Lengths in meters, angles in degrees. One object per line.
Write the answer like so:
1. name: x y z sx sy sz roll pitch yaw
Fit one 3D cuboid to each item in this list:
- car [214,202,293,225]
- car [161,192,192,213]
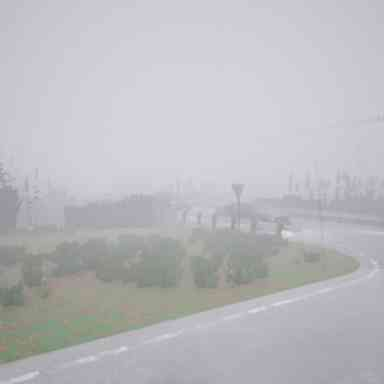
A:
1. car: 3.540 1.303 20.330 2.033 1.411 5.357 0 2 -34
2. car: -1.884 0.780 28.460 2.097 1.767 4.553 0 2 -34
